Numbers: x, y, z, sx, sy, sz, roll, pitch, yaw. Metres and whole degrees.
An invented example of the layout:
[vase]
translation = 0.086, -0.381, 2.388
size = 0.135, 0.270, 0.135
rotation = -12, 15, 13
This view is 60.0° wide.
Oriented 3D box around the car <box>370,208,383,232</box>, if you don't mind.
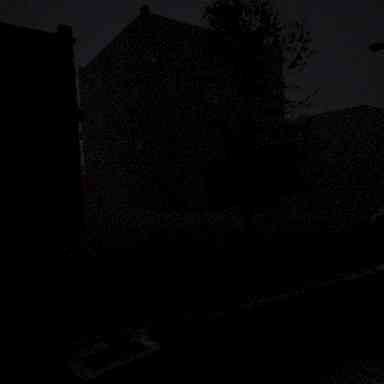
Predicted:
[car]
translation = 12.840, 1.259, 18.162
size = 2.435, 2.045, 5.566
rotation = 0, 0, -35
